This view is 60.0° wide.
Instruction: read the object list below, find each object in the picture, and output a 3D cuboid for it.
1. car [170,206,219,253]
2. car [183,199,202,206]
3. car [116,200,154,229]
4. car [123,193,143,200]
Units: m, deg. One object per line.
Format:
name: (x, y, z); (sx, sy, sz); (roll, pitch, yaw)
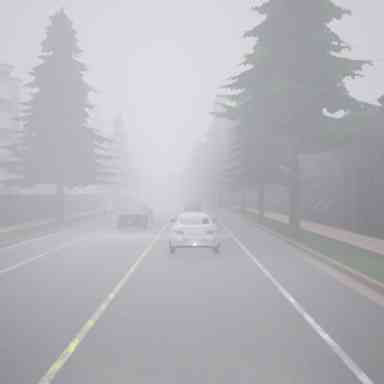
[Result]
car: (0.090, 1.538, 13.681); (1.812, 1.442, 4.674); (0, 0, 0)
car: (0.045, 1.523, 35.927); (2.128, 1.511, 4.902); (0, 0, -2)
car: (-3.601, 1.496, 21.790); (1.882, 1.535, 5.008); (0, 0, 0)
car: (-11.371, 1.275, 63.479); (2.150, 2.045, 5.566); (0, 0, -33)
